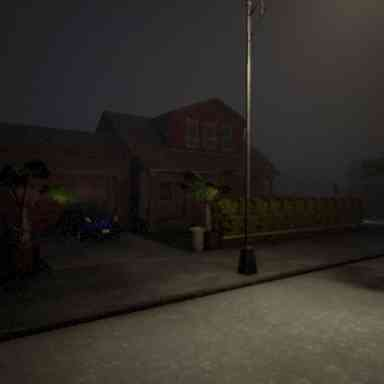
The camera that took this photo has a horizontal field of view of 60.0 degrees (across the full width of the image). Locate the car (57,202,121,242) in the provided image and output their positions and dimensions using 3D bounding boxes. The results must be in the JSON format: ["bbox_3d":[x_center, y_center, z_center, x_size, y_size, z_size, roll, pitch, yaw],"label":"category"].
[{"bbox_3d":[-4.445,1.200,14.290,1.845,1.501,3.633,0,0,-38],"label":"car"}]
